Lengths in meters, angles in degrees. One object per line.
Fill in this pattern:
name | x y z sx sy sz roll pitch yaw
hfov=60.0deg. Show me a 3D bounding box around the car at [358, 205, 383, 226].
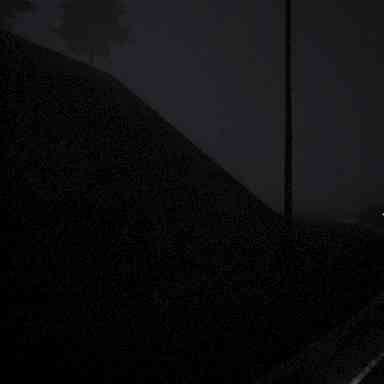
car | 14.351 1.712 25.289 1.812 1.442 4.674 0 0 5
